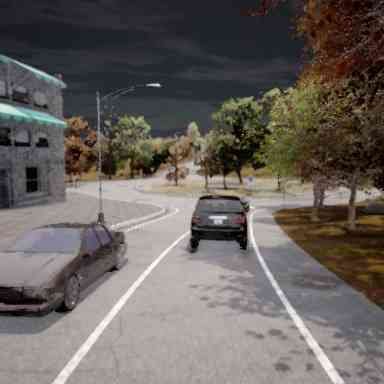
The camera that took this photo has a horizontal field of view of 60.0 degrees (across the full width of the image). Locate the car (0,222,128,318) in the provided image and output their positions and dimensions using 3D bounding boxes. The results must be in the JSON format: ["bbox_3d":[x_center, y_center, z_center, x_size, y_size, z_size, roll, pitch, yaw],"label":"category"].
[{"bbox_3d":[-2.946,1.454,7.757,2.033,1.411,5.357,0,1,4],"label":"car"}]

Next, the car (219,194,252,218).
[{"bbox_3d":[3.908,1.111,28.879,2.128,1.511,4.902,2,4,16],"label":"car"}]

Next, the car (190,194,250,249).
[{"bbox_3d":[1.238,1.117,14.307,2.150,2.045,5.566,1,1,7],"label":"car"}]
